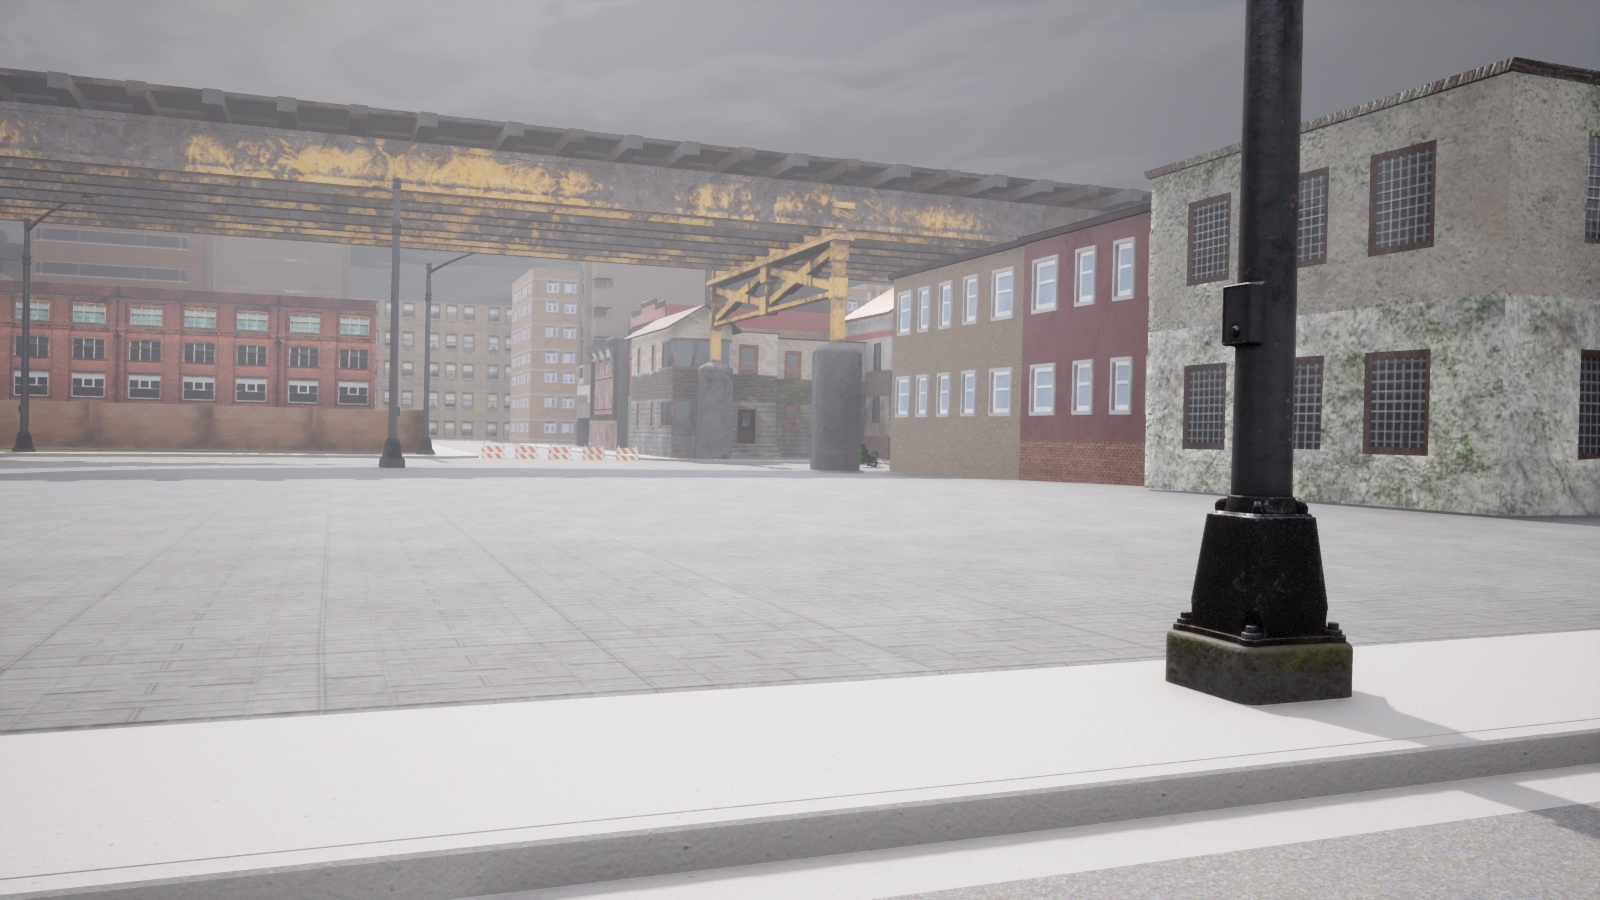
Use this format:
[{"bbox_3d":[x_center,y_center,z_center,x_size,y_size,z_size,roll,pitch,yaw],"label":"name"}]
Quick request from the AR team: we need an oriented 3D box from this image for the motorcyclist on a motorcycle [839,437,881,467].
[{"bbox_3d":[3.130,0.096,65.744,2.044,1.523,0.797,0,1,-20],"label":"motorcyclist on a motorcycle"}]
